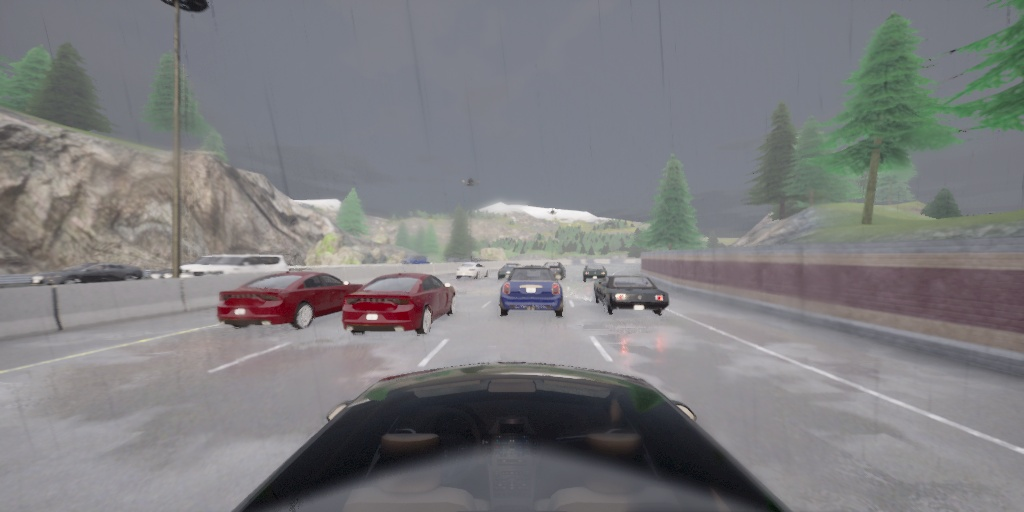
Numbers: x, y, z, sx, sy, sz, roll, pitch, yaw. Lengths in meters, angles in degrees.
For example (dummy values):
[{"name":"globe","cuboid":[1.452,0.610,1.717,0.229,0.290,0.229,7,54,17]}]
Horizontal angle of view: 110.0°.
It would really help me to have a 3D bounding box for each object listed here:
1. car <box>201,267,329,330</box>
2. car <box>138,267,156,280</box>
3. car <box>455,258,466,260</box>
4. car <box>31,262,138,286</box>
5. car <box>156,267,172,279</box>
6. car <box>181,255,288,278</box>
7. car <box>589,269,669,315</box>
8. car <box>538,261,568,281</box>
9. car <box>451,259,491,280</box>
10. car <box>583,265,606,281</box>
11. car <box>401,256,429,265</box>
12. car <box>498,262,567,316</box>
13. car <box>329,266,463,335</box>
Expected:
[{"name":"car","cuboid":[-6.433,1.211,11.190,1.882,1.535,5.008,0,0,4]},{"name":"car","cuboid":[-22.569,1.181,25.453,2.128,1.511,4.902,0,0,9]},{"name":"car","cuboid":[-7.642,1.093,63.908,2.097,1.767,4.553,0,0,24]},{"name":"car","cuboid":[-26.503,1.169,22.643,2.128,1.511,4.902,0,0,8]},{"name":"car","cuboid":[-19.333,0.920,23.716,2.150,2.045,5.566,0,0,9]},{"name":"car","cuboid":[-16.116,0.928,21.470,2.150,2.045,5.566,0,0,8]},{"name":"car","cuboid":[4.287,1.366,13.698,1.895,1.301,4.718,0,0,5]},{"name":"car","cuboid":[3.641,1.258,31.138,2.128,1.511,4.902,0,0,12]},{"name":"car","cuboid":[-3.450,1.272,31.496,1.812,1.442,4.674,0,0,12]},{"name":"car","cuboid":[6.941,1.377,30.031,1.895,1.301,4.718,0,0,13]},{"name":"car","cuboid":[-16.467,0.936,60.992,2.150,2.045,5.566,0,0,22]},{"name":"car","cuboid":[0.785,1.107,13.517,2.097,1.767,4.553,0,0,5]},{"name":"car","cuboid":[-2.978,1.221,10.534,1.882,1.535,5.008,0,0,4]}]
